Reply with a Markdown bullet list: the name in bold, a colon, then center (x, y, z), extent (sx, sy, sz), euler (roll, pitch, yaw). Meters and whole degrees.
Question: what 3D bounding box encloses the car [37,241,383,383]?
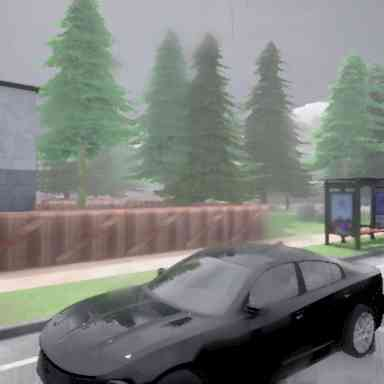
- **car**: center (0.655, 1.497, 4.478), extent (5.008, 1.535, 1.882), euler (0, 0, -36)
